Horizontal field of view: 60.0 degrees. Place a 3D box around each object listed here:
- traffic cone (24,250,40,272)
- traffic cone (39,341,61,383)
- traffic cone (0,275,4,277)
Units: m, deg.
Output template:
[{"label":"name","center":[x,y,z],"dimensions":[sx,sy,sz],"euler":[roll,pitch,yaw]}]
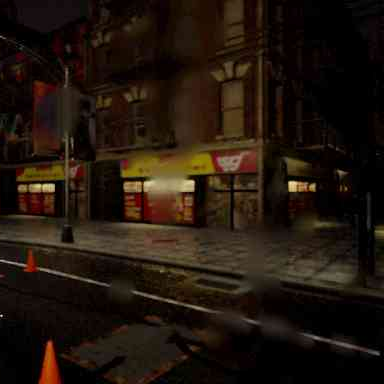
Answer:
[{"label":"traffic cone","center":[-4.668,1.977,9.680],"dimensions":[0.340,0.580,0.340],"euler":[0,0,36]},{"label":"traffic cone","center":[-1.590,1.964,3.720],"dimensions":[0.340,0.580,0.340],"euler":[0,0,36]},{"label":"traffic cone","center":[-5.257,1.975,8.873],"dimensions":[0.340,0.580,0.340],"euler":[0,0,36]}]
